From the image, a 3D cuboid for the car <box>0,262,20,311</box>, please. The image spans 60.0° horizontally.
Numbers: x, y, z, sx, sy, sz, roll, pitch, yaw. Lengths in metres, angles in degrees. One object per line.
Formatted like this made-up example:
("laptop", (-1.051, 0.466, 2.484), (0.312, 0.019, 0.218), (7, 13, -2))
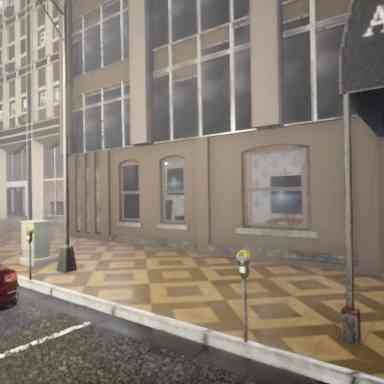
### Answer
("car", (-4.954, 1.587, 6.420), (4.206, 1.307, 1.802), (0, -1, 36))
